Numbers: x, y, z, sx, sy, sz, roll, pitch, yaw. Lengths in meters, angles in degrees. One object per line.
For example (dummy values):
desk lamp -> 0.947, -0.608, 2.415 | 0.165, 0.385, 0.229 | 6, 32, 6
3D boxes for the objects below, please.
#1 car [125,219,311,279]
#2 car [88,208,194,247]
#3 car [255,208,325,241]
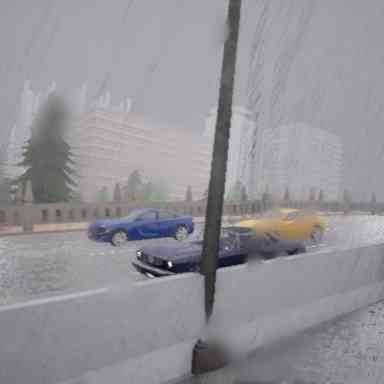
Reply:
car -> 0.858, 1.621, 8.907 | 4.718, 1.301, 1.895 | 0, 0, -36
car -> -2.199, 1.503, 15.323 | 5.008, 1.535, 1.882 | 0, 0, -36
car -> 4.181, 1.522, 15.578 | 5.008, 1.535, 1.882 | 0, 0, -35
